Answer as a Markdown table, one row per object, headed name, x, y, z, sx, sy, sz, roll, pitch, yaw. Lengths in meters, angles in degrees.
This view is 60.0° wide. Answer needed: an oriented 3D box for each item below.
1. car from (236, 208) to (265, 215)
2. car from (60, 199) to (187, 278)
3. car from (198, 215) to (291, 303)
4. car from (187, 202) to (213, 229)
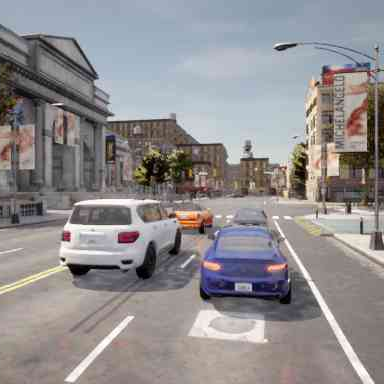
| name | x | y | z | sx | sy | sz | roll | pitch | yaw |
| --- | --- | --- | --- | --- | --- | --- | --- | --- | --- |
| car | 3.091 | 1.547 | 17.537 | 2.033 | 1.411 | 5.357 | 0 | 0 | 11 |
| car | -1.843 | 1.222 | 10.368 | 2.150 | 2.045 | 5.566 | 0 | 0 | 10 |
| car | 1.314 | 1.526 | 8.176 | 1.812 | 1.442 | 4.674 | 0 | 0 | 10 |
| car | -0.020 | 1.352 | 19.771 | 2.097 | 1.767 | 4.553 | 0 | 0 | 11 |
